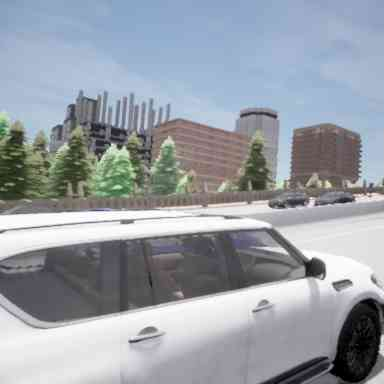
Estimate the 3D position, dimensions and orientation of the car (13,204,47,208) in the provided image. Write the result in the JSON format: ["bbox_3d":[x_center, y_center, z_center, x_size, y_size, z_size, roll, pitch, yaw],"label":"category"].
[{"bbox_3d":[-9.334,1.445,18.707,5.008,1.535,1.882,-1,0,-35],"label":"car"}]

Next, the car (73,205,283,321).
[{"bbox_3d":[-0.185,1.310,7.906,4.553,1.767,2.097,-1,1,-36],"label":"car"}]

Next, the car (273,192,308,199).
[{"bbox_3d":[9.416,0.811,32.179,4.892,1.490,1.837,-2,1,-35],"label":"car"}]

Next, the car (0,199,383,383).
[{"bbox_3d":[-0.054,1.214,3.708,5.566,2.045,2.150,-1,0,-35],"label":"car"}]

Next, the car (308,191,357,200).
[{"bbox_3d":[13.210,0.745,30.578,4.892,1.490,1.837,-2,1,-35],"label":"car"}]
